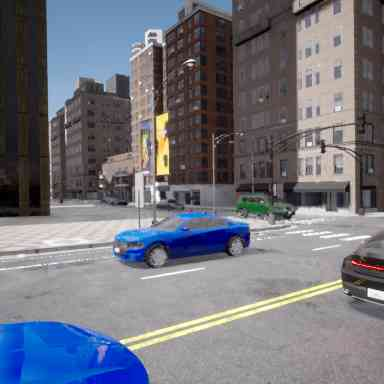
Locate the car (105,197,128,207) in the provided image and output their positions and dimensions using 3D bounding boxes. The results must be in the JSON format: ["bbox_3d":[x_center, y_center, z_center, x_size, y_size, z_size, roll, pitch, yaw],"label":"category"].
[{"bbox_3d":[-12.329,1.799,55.224,1.895,1.301,4.718,-1,0,-35],"label":"car"}]

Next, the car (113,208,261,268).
[{"bbox_3d":[-0.188,1.477,11.416,5.008,1.535,1.882,0,0,-35],"label":"car"}]

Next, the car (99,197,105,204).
[{"bbox_3d":[-17.178,1.742,67.590,2.033,1.411,5.357,-1,0,-35],"label":"car"}]

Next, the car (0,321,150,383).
[{"bbox_3d":[-2.568,1.478,1.609,5.008,1.535,1.882,0,0,-35],"label":"car"}]

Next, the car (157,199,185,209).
[{"bbox_3d":[-2.711,1.664,41.479,1.812,1.442,4.674,-1,0,-35],"label":"car"}]

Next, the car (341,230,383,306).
[{"bbox_3d":[5.123,1.504,7.097,4.892,1.490,1.837,0,0,-36],"label":"car"}]

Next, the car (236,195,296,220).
[{"bbox_3d":[6.220,1.307,28.764,2.150,2.045,5.566,-1,1,-35],"label":"car"}]
